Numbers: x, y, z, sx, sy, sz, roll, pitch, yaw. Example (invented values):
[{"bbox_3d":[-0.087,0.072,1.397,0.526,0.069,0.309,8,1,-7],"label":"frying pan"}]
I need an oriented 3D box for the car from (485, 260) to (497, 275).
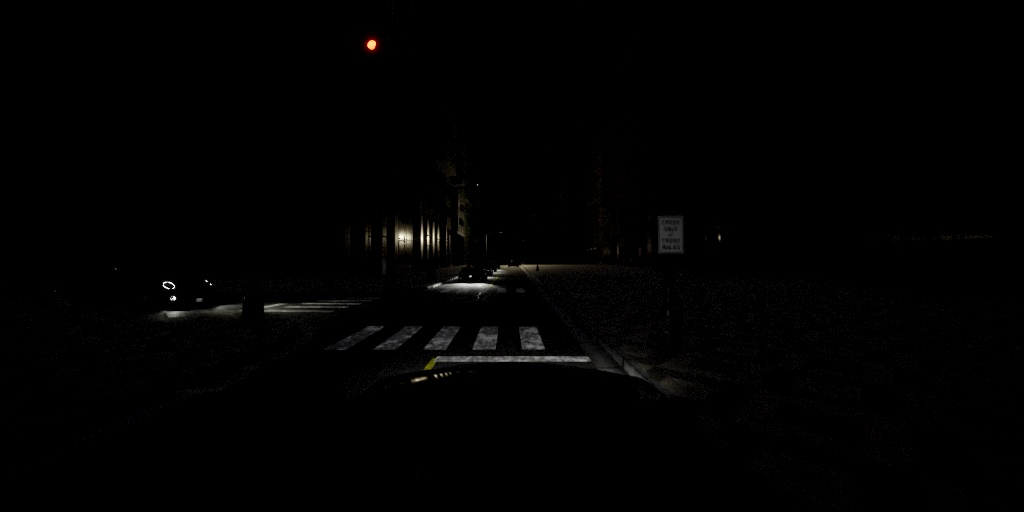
[{"bbox_3d":[-3.006,1.331,37.741,2.033,1.411,5.357,0,0,0],"label":"car"}]

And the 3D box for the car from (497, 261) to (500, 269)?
[{"bbox_3d":[-2.973,1.321,47.594,1.837,1.490,4.892,0,0,0],"label":"car"}]

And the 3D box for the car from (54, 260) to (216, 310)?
[{"bbox_3d":[-13.812,1.042,13.342,4.553,1.767,2.097,0,-1,2],"label":"car"}]

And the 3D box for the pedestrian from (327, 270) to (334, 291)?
[{"bbox_3d":[-9.962,0.974,19.605,0.375,1.860,0.375,0,-1,0],"label":"pedestrian"}]

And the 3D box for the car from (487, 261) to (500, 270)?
[{"bbox_3d":[-2.904,1.459,57.820,1.895,1.301,4.718,0,0,1],"label":"car"}]

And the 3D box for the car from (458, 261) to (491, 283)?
[{"bbox_3d":[-3.022,1.327,28.420,1.994,1.385,4.181,0,0,1],"label":"car"}]
